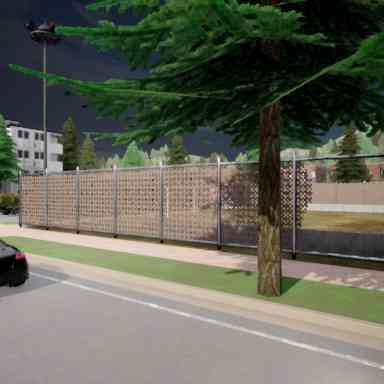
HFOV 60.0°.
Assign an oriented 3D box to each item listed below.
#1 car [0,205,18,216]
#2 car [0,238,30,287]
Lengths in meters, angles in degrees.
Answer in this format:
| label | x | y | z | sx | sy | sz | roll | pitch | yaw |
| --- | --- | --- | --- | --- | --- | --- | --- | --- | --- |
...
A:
| label | x | y | z | sx | sy | sz | roll | pitch | yaw |
| --- | --- | --- | --- | --- | --- | --- | --- | --- | --- |
| car | -15.965 | 1.581 | 32.010 | 1.895 | 1.301 | 4.718 | 0 | 0 | 35 |
| car | -5.828 | 1.563 | 8.105 | 4.181 | 1.385 | 1.994 | 0 | 0 | 36 |
